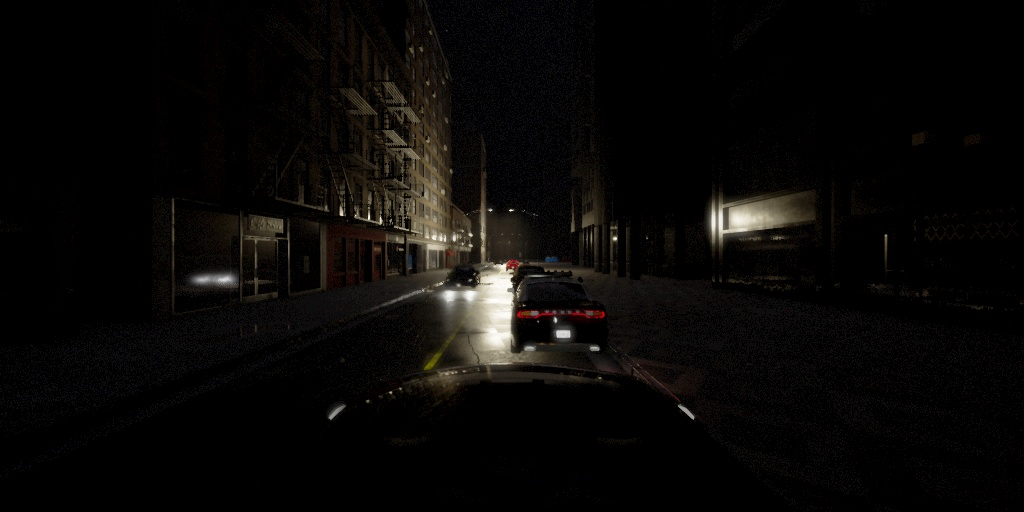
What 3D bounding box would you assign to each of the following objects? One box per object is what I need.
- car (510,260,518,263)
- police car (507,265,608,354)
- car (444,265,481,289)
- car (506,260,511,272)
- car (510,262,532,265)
[{"bbox_3d":[0.955,1.209,25.000,1.801,1.575,5.366,0,0,0],"label":"car"},{"bbox_3d":[0.914,1.175,8.919,1.930,1.638,5.238,0,0,0],"label":"police car"},{"bbox_3d":[-3.050,1.299,23.214,2.033,1.411,5.357,0,0,0],"label":"car"},{"bbox_3d":[0.148,1.301,47.410,1.812,1.442,4.674,0,0,1],"label":"car"},{"bbox_3d":[0.940,1.256,18.809,1.837,1.490,4.892,0,0,0],"label":"car"}]
